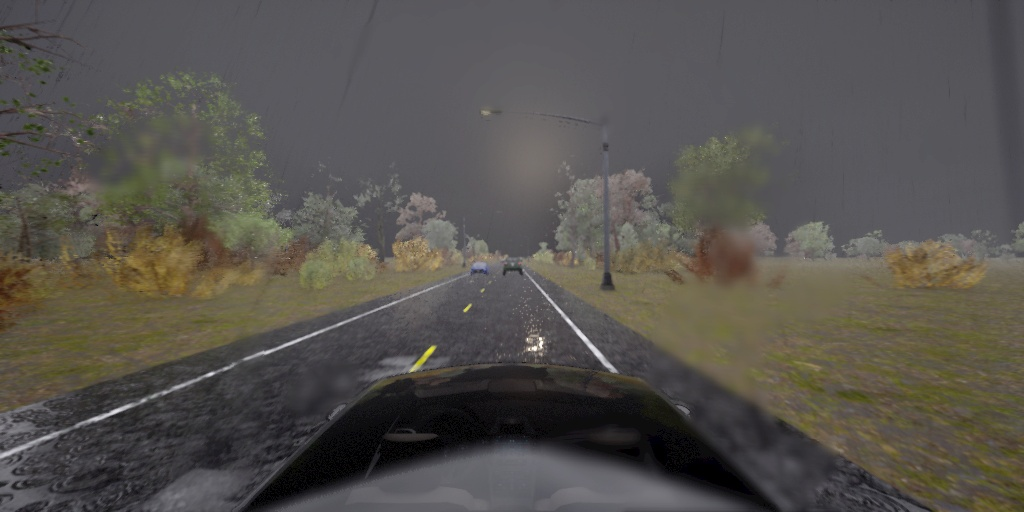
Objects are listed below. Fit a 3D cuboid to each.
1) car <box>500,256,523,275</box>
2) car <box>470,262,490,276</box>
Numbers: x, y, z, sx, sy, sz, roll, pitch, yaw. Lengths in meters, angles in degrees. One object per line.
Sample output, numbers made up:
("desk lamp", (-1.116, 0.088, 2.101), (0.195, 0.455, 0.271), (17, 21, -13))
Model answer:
("car", (0.081, 1.088, 41.461), (2.150, 2.045, 5.566), (-1, -1, 0))
("car", (-3.592, 1.382, 40.696), (1.882, 1.535, 5.008), (-1, 0, 0))
